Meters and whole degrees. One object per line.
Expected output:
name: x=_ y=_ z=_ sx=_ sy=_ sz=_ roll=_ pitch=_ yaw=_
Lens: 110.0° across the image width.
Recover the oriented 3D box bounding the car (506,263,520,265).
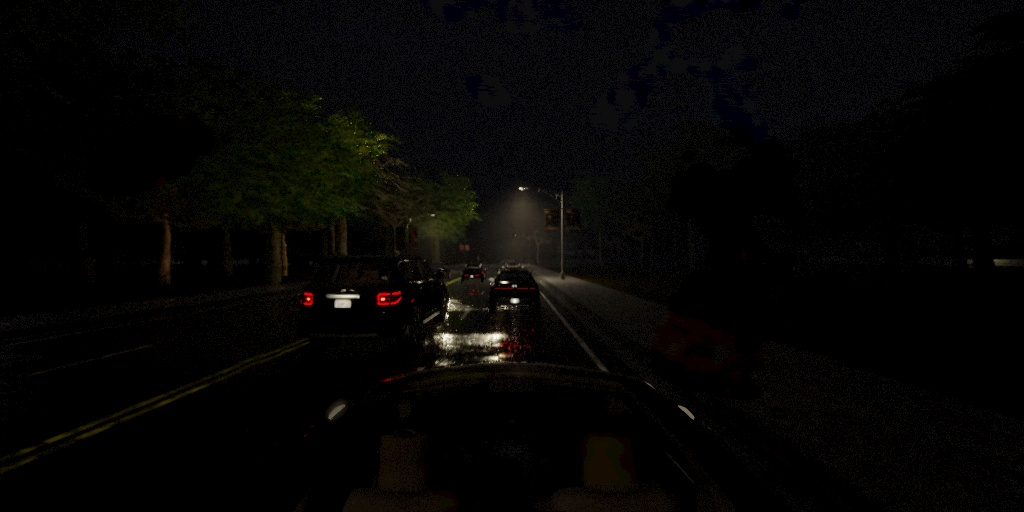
car: x=0.092 y=1.380 z=34.817 sx=1.837 sy=1.490 sz=4.892 roll=0 pitch=0 yaw=0

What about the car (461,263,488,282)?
car: x=-3.157 y=1.358 z=30.593 sx=1.837 sy=1.490 sz=4.892 roll=0 pitch=0 yaw=0

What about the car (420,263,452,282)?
car: x=-6.551 y=1.383 z=31.381 sx=1.812 sy=1.442 sz=4.674 roll=0 pitch=0 yaw=1

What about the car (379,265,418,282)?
car: x=-9.800 y=1.458 z=31.445 sx=1.895 sy=1.301 sz=4.718 roll=0 pitch=0 yaw=1

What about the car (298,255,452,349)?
car: x=-3.152 y=0.993 z=9.363 sx=2.150 sy=2.045 sz=5.566 roll=0 pitch=0 yaw=0

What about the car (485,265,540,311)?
car: x=0.097 y=1.293 z=14.695 sx=1.837 sy=1.490 sz=4.892 roll=0 pitch=0 yaw=0
